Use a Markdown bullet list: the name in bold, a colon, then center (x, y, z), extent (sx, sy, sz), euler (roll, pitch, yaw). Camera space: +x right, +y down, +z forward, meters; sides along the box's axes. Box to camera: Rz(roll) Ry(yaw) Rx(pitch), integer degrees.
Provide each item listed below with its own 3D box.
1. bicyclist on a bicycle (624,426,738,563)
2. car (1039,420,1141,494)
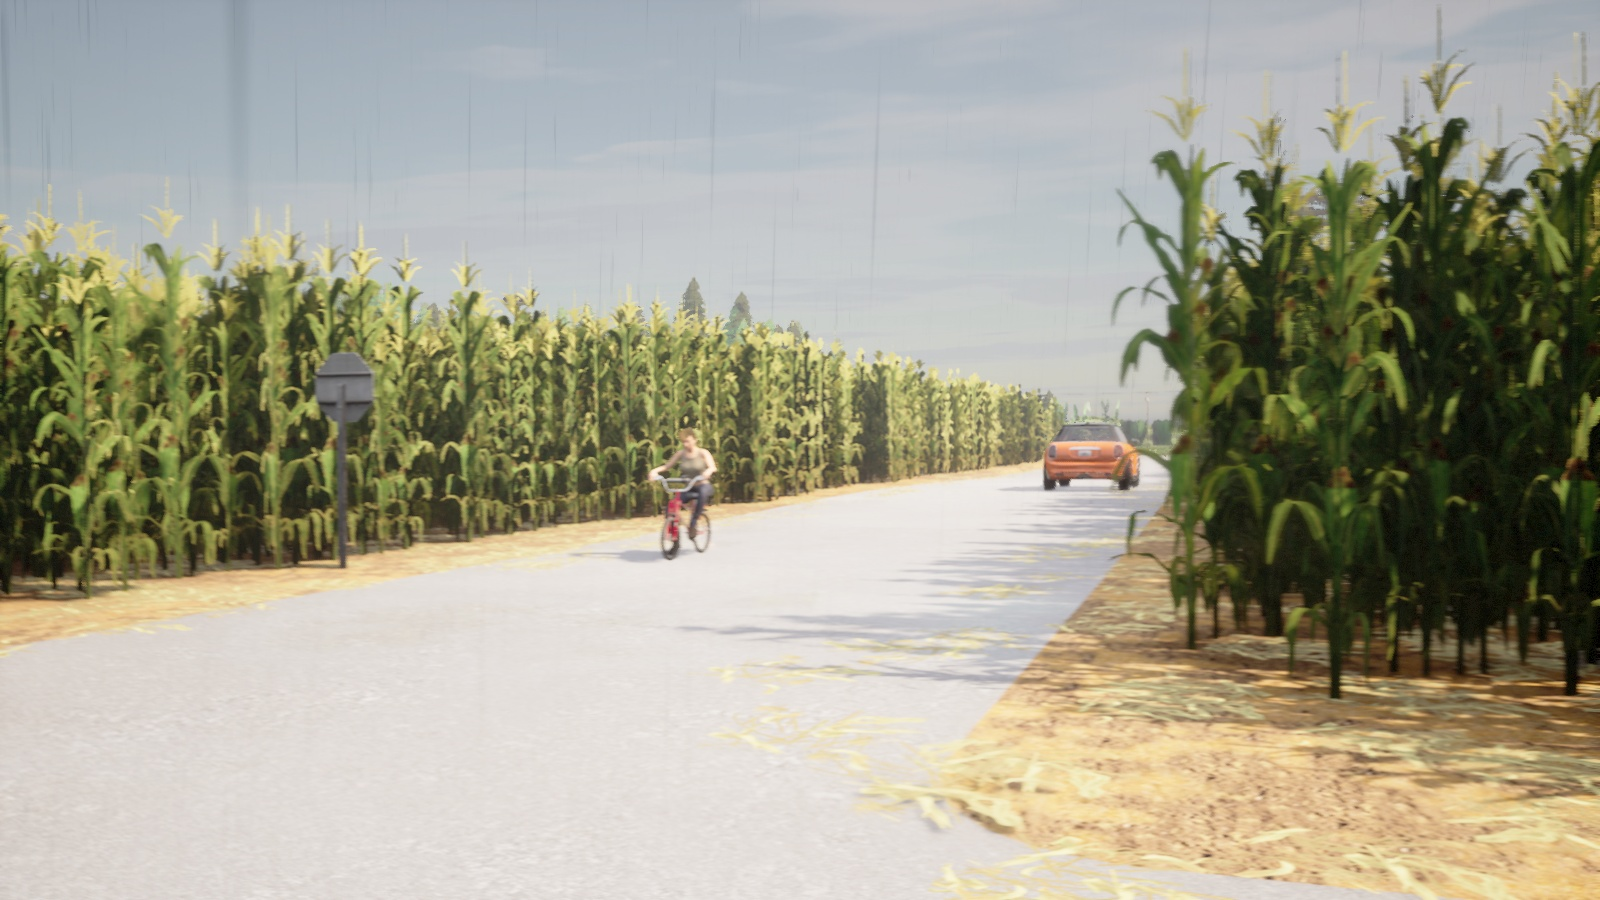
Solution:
- **bicyclist on a bicycle**: center (-1.457, 0.513, 15.669), extent (0.866, 1.612, 1.509), euler (0, 1, 19)
- **car**: center (7.543, 0.152, 32.383), extent (2.097, 1.767, 4.553), euler (0, 0, 19)
